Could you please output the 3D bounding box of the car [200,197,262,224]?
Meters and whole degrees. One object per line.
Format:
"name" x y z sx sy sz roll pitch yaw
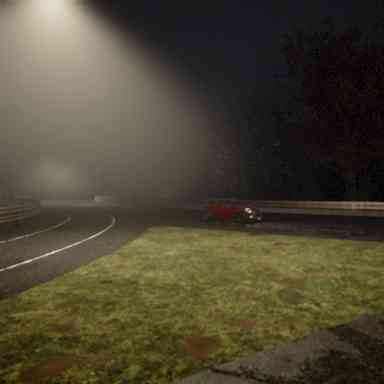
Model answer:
"car" 2.871 1.283 24.723 4.553 1.767 2.097 0 0 36
